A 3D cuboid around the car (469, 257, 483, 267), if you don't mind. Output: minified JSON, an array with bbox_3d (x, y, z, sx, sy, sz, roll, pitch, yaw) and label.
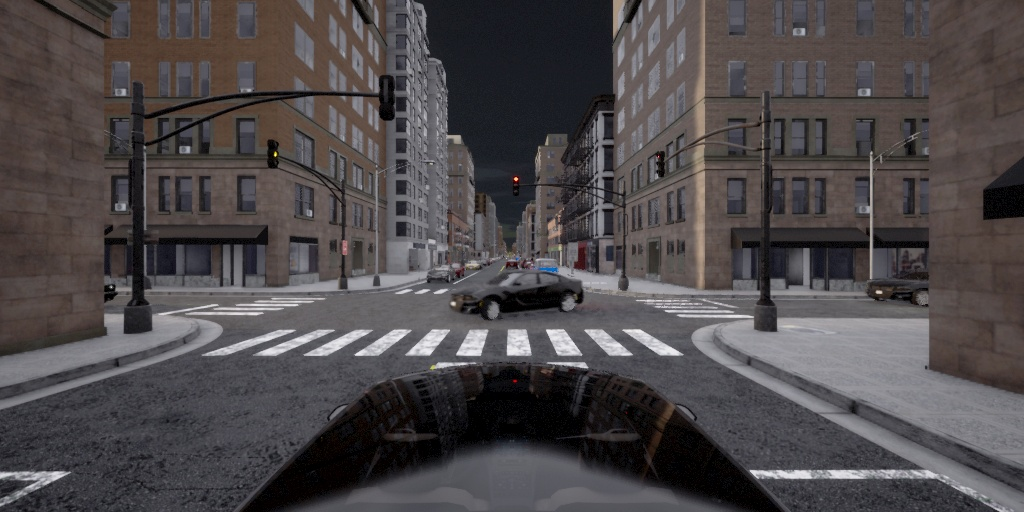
[{"bbox_3d":[-5.492,1.269,50.452,1.751,1.417,4.829,0,0,0],"label":"car"}]

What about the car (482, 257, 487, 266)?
[{"bbox_3d":[-5.504,1.305,56.304,1.948,1.339,4.313,0,0,0],"label":"car"}]

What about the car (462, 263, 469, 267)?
[{"bbox_3d":[-5.456,1.293,33.575,1.888,1.381,4.507,0,0,0],"label":"car"}]

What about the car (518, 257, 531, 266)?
[{"bbox_3d":[2.521,1.054,56.327,2.192,1.841,5.009,0,0,0],"label":"car"}]

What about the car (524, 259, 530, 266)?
[{"bbox_3d":[2.557,1.330,39.282,1.802,1.307,4.207,0,0,0],"label":"car"}]

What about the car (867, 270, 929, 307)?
[{"bbox_3d":[18.660,1.349,15.797,5.008,1.535,1.882,1,0,0],"label":"car"}]

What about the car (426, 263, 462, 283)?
[{"bbox_3d":[-5.444,1.299,27.894,2.007,1.370,4.403,0,0,0],"label":"car"}]

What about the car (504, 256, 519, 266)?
[{"bbox_3d":[-0.022,1.215,59.537,1.882,1.535,5.008,0,0,0],"label":"car"}]

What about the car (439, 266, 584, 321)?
[{"bbox_3d":[0.261,1.235,12.589,5.008,1.535,1.882,0,-1,-32],"label":"car"}]

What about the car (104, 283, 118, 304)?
[{"bbox_3d":[-17.227,1.254,12.719,4.718,1.301,1.895,0,0,-2],"label":"car"}]

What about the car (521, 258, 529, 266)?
[{"bbox_3d":[2.533,1.326,50.645,1.802,1.307,4.207,0,0,0],"label":"car"}]

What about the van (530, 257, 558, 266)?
[{"bbox_3d":[2.581,1.089,27.919,1.690,1.789,3.998,0,0,0],"label":"van"}]
